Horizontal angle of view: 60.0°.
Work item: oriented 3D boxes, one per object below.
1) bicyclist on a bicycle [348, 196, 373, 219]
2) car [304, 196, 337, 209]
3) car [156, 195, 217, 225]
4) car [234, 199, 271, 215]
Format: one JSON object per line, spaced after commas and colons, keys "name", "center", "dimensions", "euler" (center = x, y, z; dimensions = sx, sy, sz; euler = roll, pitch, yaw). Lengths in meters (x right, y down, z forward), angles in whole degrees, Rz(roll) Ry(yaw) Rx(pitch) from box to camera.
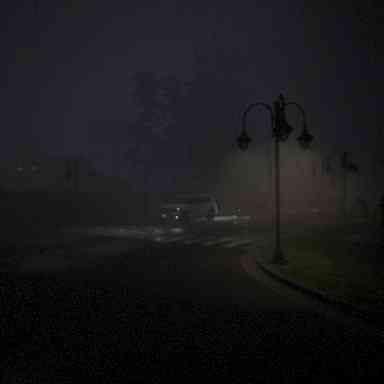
{"name": "bicyclist on a bicycle", "center": [12.226, 1.135, 24.125], "dimensions": [1.656, 1.620, 0.582], "euler": [-1, 0, 36]}
{"name": "car", "center": [16.401, 1.295, 42.419], "dimensions": [5.008, 1.535, 1.882], "euler": [-1, 0, -32]}
{"name": "car", "center": [-0.269, 1.233, 24.650], "dimensions": [2.150, 2.045, 5.566], "euler": [-1, 0, 36]}
{"name": "car", "center": [6.014, 1.433, 32.879], "dimensions": [2.128, 1.511, 4.902], "euler": [-1, 0, 41]}
